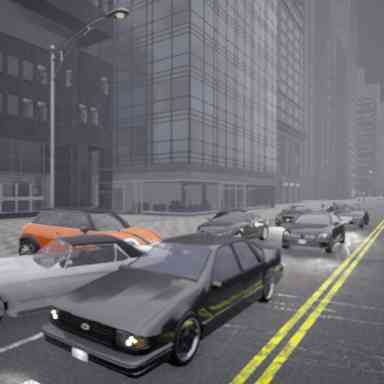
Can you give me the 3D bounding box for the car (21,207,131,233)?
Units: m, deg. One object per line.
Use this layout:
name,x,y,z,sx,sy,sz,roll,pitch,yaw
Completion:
car,-2.959,1.310,10.156,4.553,1.767,2.097,2,1,22

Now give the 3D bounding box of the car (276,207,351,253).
car,5.335,1.582,14.223,1.812,1.442,4.674,0,0,33

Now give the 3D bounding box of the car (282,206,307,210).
car,7.342,1.648,23.225,1.994,1.385,4.181,0,0,35

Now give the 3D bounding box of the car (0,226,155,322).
car,-2.512,1.592,6.791,4.718,1.301,1.895,0,-1,-35

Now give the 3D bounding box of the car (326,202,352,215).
car,16.331,1.769,36.880,1.895,1.301,4.718,0,0,33

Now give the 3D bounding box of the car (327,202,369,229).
car,10.981,1.598,22.875,2.128,1.511,4.902,0,0,33

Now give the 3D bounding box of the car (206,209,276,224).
car,1.941,1.542,14.974,1.837,1.490,4.892,0,0,33

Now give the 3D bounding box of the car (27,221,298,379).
car,0.125,1.559,6.189,2.033,1.411,5.357,1,0,33
